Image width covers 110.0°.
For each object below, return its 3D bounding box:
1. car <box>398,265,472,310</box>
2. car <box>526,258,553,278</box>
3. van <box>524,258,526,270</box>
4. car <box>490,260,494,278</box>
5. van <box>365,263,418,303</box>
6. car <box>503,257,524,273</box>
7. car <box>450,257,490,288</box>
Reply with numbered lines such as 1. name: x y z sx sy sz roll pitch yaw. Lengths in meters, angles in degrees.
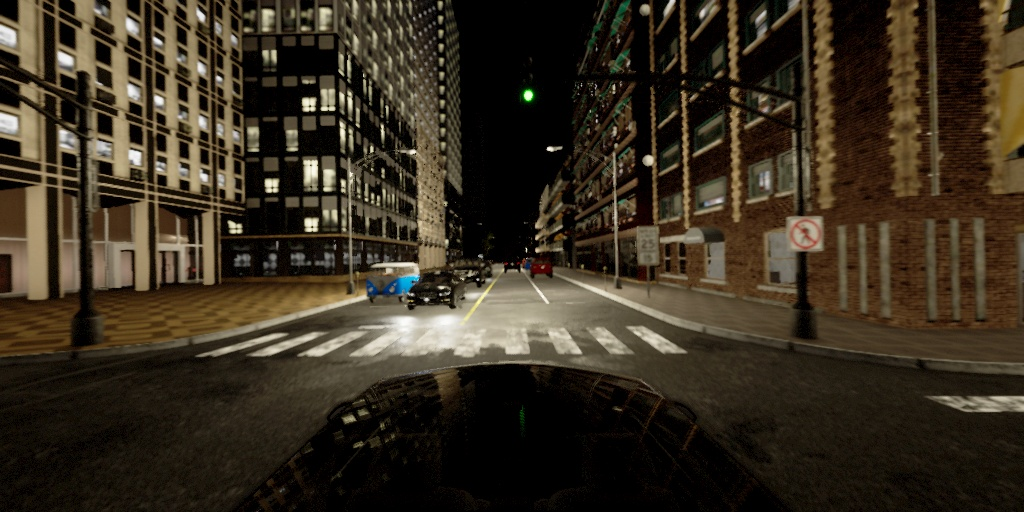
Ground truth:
1. car: -3.092 1.344 15.459 1.837 1.490 4.892 -1 0 0
2. car: 2.740 1.109 34.139 2.192 1.841 5.009 0 0 0
3. van: 2.768 1.203 50.791 1.690 1.789 3.998 0 0 0
4. car: -3.057 1.273 35.898 2.097 1.767 4.553 -1 0 0
5. van: -5.667 1.241 17.499 1.690 1.789 3.998 0 0 0
6. car: 0.053 1.122 46.603 2.150 2.045 5.566 -1 0 0
7. car: -3.078 1.101 25.582 2.150 2.045 5.566 -1 0 1
